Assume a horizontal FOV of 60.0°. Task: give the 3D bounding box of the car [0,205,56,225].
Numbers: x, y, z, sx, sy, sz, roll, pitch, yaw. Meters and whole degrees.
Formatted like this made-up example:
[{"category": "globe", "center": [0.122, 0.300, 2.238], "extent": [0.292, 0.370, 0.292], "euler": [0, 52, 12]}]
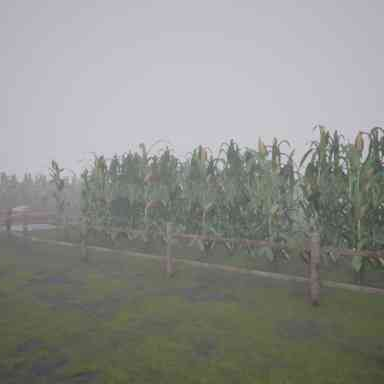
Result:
[{"category": "car", "center": [-12.287, 1.672, 24.460], "extent": [1.994, 1.385, 4.181], "euler": [-1, -1, 36]}]
